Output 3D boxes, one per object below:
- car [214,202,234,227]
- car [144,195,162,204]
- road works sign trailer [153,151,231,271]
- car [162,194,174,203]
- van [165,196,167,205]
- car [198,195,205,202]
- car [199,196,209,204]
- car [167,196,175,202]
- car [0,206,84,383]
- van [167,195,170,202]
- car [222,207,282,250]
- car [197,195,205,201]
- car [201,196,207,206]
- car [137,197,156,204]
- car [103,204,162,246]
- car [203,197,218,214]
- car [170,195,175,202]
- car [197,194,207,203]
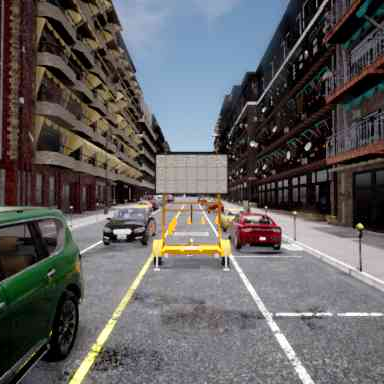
[{"bbox_3d":[2.562,1.551,20.004,1.752,1.417,4.829,1,0,0],"label":"car"},{"bbox_3d":[-5.340,1.392,42.010,2.192,1.841,5.009,2,0,0],"label":"car"},{"bbox_3d":[-0.012,0.475,10.965,2.380,3.560,2.880,0,0,0],"label":"road works sign trailer"},{"bbox_3d":[-5.383,1.516,75.191,2.192,1.841,5.009,1,0,0],"label":"car"},{"bbox_3d":[-5.355,1.452,53.069,1.690,1.788,3.998,2,0,0],"label":"van"},{"bbox_3d":[2.513,1.676,58.548,1.887,1.381,4.507,1,0,0],"label":"car"},{"bbox_3d":[2.509,1.616,69.610,1.967,1.590,4.097,1,0,0],"label":"car"},{"bbox_3d":[-5.403,1.819,86.253,1.947,1.339,4.313,1,0,0],"label":"car"},{"bbox_3d":[-2.745,1.224,3.004,2.150,2.045,5.566,0,0,0],"label":"car"},{"bbox_3d":[-5.362,1.472,58.601,1.690,1.788,3.998,1,0,0],"label":"van"},{"bbox_3d":[2.569,1.561,14.302,1.887,1.381,4.507,1,0,0],"label":"car"},{"bbox_3d":[2.439,1.723,91.735,1.967,1.590,4.097,1,0,0],"label":"car"},{"bbox_3d":[2.534,1.628,41.956,2.008,1.369,4.403,1,0,0],"label":"car"},{"bbox_3d":[-5.338,1.588,36.308,1.752,1.417,4.829,2,0,0],"label":"car"},{"bbox_3d":[-2.771,1.509,15.509,2.128,1.511,4.902,0,0,0],"label":"car"},{"bbox_3d":[2.541,1.608,36.425,1.887,1.381,4.507,1,0,0],"label":"car"},{"bbox_3d":[-5.376,1.492,69.661,2.192,1.841,5.009,1,0,0],"label":"car"},{"bbox_3d":[2.456,1.541,80.673,2.192,1.841,5.009,1,0,0],"label":"car"}]
